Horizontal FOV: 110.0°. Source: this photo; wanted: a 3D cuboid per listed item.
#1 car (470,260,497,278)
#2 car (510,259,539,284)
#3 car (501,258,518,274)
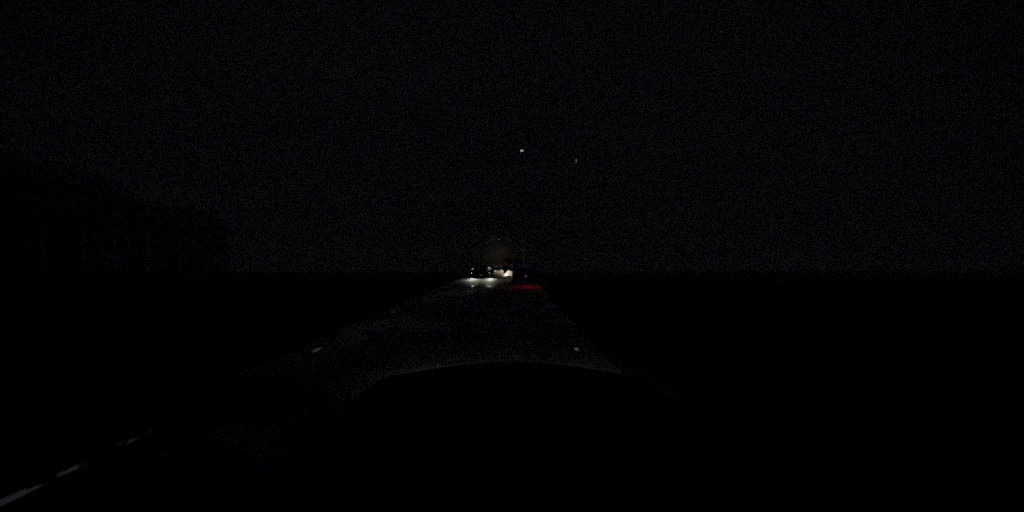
[{"bbox_3d":[-2.858,1.174,34.799,2.097,1.767,4.553,0,-1,0],"label":"car"},{"bbox_3d":[0.949,1.231,26.915,1.882,1.535,5.008,0,0,0],"label":"car"},{"bbox_3d":[-0.005,1.237,46.886,2.150,2.045,5.566,0,-1,0],"label":"car"}]
